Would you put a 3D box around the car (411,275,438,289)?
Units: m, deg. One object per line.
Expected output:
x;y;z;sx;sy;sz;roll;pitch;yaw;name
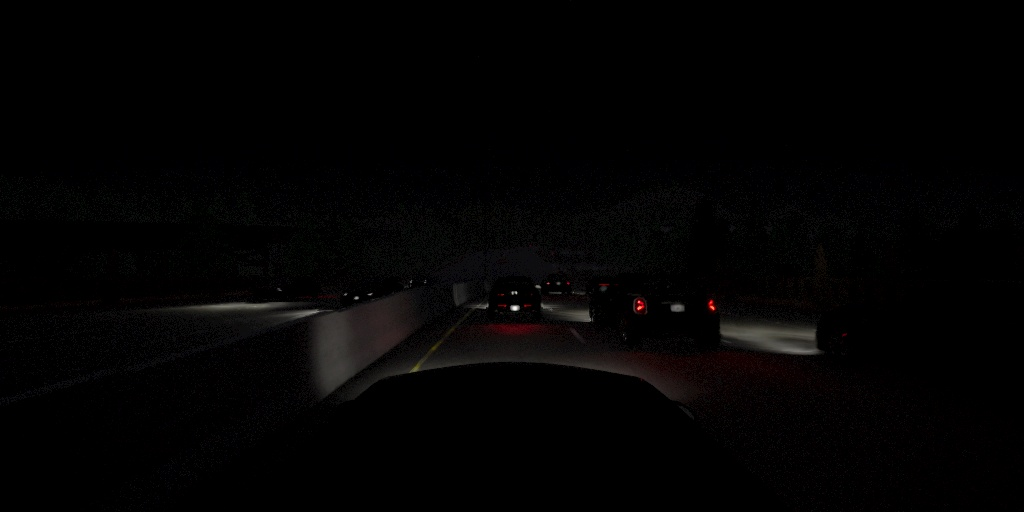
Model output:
-10.546;2.986;42.282;2.097;1.767;4.553;0;-3;1;car

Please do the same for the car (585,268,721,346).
3.598;1.228;9.908;2.097;1.767;4.553;0;-2;0;car

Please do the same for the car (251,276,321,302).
-14.093;2.006;22.690;1.882;1.535;5.008;0;-3;0;car

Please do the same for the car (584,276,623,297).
7.096;2.363;28.477;1.837;1.490;4.892;0;-3;0;car

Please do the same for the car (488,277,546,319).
0.098;1.553;14.181;1.837;1.490;4.892;0;-2;0;car

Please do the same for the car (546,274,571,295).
3.596;2.288;29.886;2.097;1.767;4.553;0;-3;0;car

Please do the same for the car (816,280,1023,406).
7.099;1.122;5.239;2.097;1.767;4.553;0;-1;0;car

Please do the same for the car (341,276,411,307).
-7.094;1.815;18.807;1.837;1.490;4.892;0;-3;0;car

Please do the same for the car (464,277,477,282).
-7.007;4.319;61.497;2.033;1.411;5.357;0;-3;0;car
